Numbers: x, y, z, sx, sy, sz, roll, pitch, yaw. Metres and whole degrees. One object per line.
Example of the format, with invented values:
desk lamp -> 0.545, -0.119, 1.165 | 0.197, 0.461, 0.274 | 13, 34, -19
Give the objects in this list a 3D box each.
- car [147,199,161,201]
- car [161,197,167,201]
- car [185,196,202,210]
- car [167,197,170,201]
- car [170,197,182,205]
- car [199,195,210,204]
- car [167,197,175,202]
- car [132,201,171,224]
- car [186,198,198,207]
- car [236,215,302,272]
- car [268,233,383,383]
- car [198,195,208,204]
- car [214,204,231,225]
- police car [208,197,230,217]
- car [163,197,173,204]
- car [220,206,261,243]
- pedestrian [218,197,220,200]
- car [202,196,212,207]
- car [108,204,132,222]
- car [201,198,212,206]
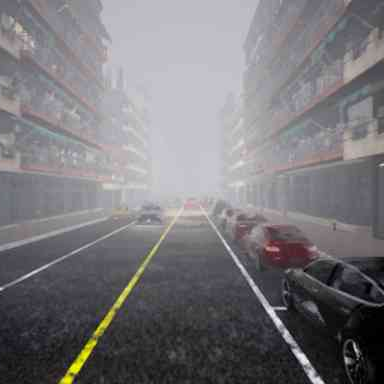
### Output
car -> -5.707, 1.774, 44.790 | 1.887, 1.381, 4.507 | -1, 0, 0
car -> -5.708, 1.840, 56.160 | 1.887, 1.381, 4.507 | -1, 0, 0
car -> 0.006, 1.603, 48.691 | 2.097, 1.767, 4.553 | 0, 0, 0
car -> -5.711, 1.839, 73.214 | 1.967, 1.590, 4.097 | -1, 0, 0
car -> -3.010, 1.888, 68.559 | 1.837, 1.490, 4.892 | 0, 0, 0
car -> 2.667, 1.714, 73.212 | 2.192, 1.841, 5.009 | -1, 0, 0
car -> -5.711, 2.072, 90.267 | 1.947, 1.339, 4.313 | -1, 0, 0
car -> -3.102, 1.678, 26.406 | 2.033, 1.411, 5.357 | 0, 0, 0
car -> -0.007, 1.861, 59.175 | 2.033, 1.411, 5.357 | 0, 0, 0
car -> 2.679, 1.633, 10.680 | 1.802, 1.307, 4.206 | -1, 0, 0
car -> 2.680, 1.590, 4.995 | 1.947, 1.339, 4.313 | -1, 0, 0
car -> 2.667, 1.749, 78.897 | 2.192, 1.841, 5.009 | -1, 0, 0
car -> 2.678, 1.690, 22.050 | 1.802, 1.307, 4.206 | -1, 0, 0
police car -> 2.996, 1.596, 34.082 | 1.930, 1.638, 5.238 | 0, 0, 0
car -> -5.710, 1.979, 78.898 | 1.887, 1.381, 4.507 | -1, 0, 0
car -> 2.678, 1.624, 16.365 | 1.887, 1.381, 4.507 | -1, 0, 0
pedestrian -> 2.995, 1.481, 37.080 | 0.375, 1.860, 0.375 | -1, 0, 0
car -> 2.669, 1.611, 56.159 | 2.192, 1.841, 5.009 | -1, 0, 0
car -> -5.704, 1.662, 27.567 | 1.752, 1.417, 4.829 | -1, 0, 0
car -> 2.672, 1.856, 62.012 | 1.752, 1.417, 4.829 | -1, 0, 0
